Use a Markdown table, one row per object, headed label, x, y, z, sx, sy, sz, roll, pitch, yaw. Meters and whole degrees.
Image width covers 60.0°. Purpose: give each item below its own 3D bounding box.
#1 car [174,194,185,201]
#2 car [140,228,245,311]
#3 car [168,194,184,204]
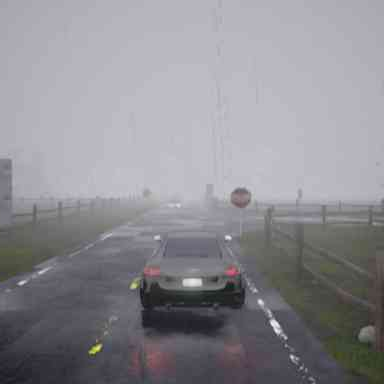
| label | x | y | z | sx | sy | sz | roll | pitch | yaw |
| --- | --- | --- | --- | --- | --- | --- | --- | --- | --- |
| car | -2.616 | 1.052 | 69.021 | 2.033 | 1.411 | 5.357 | 0 | 0 | 0 |
| car | 0.015 | 1.514 | 7.741 | 1.994 | 1.385 | 4.181 | 0 | 0 | 0 |
| car | -2.722 | 1.193 | 53.949 | 1.994 | 1.385 | 4.181 | 0 | 0 | 0 |
